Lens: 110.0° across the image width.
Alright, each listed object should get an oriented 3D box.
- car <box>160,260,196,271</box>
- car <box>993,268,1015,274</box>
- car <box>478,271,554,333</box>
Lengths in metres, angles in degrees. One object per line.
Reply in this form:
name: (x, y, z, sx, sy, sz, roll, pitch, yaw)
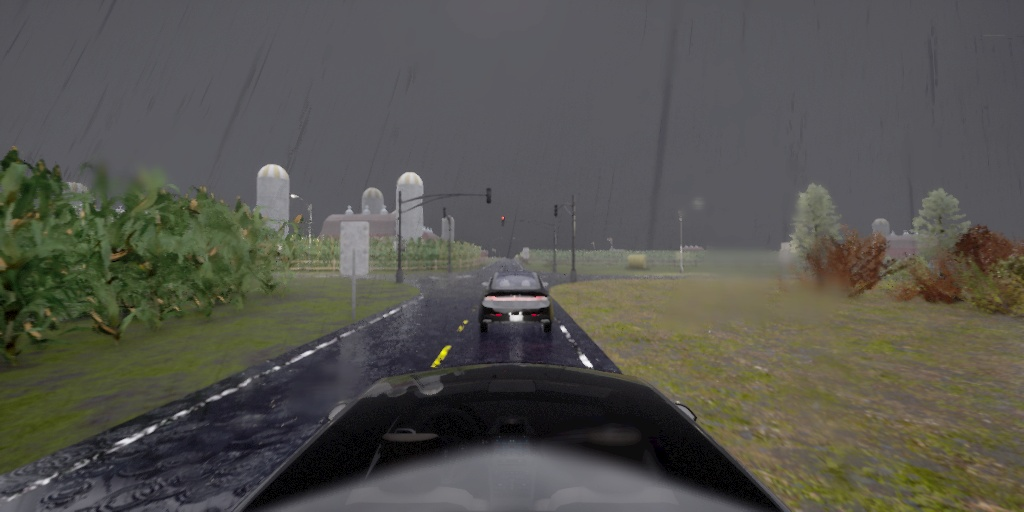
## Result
car: (-26.667, 0.831, 29.279, 4.902, 1.511, 2.128, 0, -1, -3)
car: (48.648, 1.511, 34.401, 4.674, 1.442, 1.812, 1, -1, -5)
car: (0.096, 1.188, 10.519, 2.128, 1.511, 4.902, 0, 0, 0)
